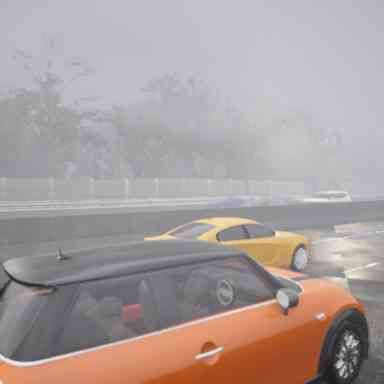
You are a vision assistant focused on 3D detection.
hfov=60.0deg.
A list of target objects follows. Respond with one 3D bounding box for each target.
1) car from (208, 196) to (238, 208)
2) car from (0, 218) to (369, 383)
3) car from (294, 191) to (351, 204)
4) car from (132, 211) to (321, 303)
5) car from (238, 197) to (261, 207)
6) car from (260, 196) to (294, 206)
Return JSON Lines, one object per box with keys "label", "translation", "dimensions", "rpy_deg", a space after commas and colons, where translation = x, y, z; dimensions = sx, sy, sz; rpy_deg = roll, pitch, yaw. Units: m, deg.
{"label": "car", "translation": [4.026, 1.239, 36.960], "dimensions": [5.008, 1.535, 1.882], "rpy_deg": [-1, 0, -35]}
{"label": "car", "translation": [0.006, 1.332, 3.751], "dimensions": [4.553, 1.767, 2.097], "rpy_deg": [-1, 0, -35]}
{"label": "car", "translation": [12.004, 0.961, 29.756], "dimensions": [5.566, 2.045, 2.150], "rpy_deg": [-1, 0, -35]}
{"label": "car", "translation": [1.114, 1.420, 8.839], "dimensions": [5.008, 1.535, 1.882], "rpy_deg": [-1, 0, -36]}
{"label": "car", "translation": [7.680, 1.234, 35.266], "dimensions": [4.902, 1.511, 2.128], "rpy_deg": [-1, 0, -35]}
{"label": "car", "translation": [8.988, 1.315, 31.902], "dimensions": [4.181, 1.385, 1.994], "rpy_deg": [-1, 0, -35]}
